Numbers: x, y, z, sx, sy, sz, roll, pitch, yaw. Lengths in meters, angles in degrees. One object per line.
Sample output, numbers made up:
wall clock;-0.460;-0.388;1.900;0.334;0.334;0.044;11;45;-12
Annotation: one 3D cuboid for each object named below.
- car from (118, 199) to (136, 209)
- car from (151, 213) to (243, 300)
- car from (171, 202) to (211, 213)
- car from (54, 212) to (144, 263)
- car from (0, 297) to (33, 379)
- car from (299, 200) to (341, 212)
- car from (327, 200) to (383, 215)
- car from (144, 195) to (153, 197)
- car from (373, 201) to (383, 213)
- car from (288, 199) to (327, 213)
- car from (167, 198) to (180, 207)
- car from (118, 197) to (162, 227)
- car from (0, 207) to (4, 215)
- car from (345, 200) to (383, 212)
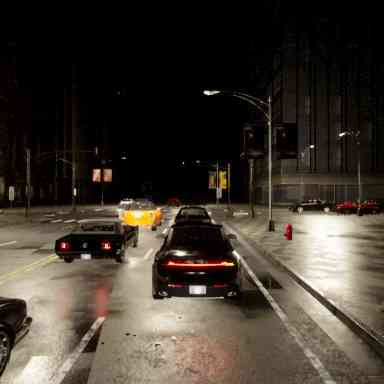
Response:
car;-9.727;1.747;50.411;1.812;1.442;4.674;0;0;0
car;0.117;1.512;8.391;1.837;1.490;4.892;0;0;0
car;0.041;1.510;17.882;1.882;1.535;5.008;0;0;0
car;-3.121;1.616;12.002;1.895;1.301;4.718;0;0;0
car;-3.152;1.548;2.215;2.033;1.411;5.357;0;0;0
car;15.277;1.663;39.776;4.313;1.339;1.947;0;0;-1
car;15.388;1.578;31.252;4.206;1.307;1.802;0;0;-1
car;-9.585;1.604;71.773;2.150;2.045;5.566;0;0;0
car;23.114;1.640;37.128;4.718;1.301;1.895;0;-1;-1
car;13.214;1.577;36.995;4.892;1.490;1.837;0;-1;-1
car;-3.030;1.789;56.574;1.812;1.442;4.674;0;0;0
car;-3.101;1.397;20.996;2.097;1.767;4.553;0;0;0
car;-21.365;1.698;33.363;4.674;1.442;1.812;0;-1;0
car;20.917;1.644;39.851;4.313;1.339;1.947;0;0;-1
